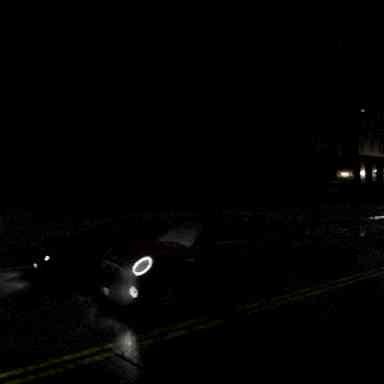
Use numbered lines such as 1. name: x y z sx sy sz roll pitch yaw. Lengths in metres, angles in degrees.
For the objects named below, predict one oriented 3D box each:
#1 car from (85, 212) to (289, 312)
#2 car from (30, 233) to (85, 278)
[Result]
1. car: 0.163 1.341 7.794 4.553 1.767 2.097 0 0 -36
2. car: -1.940 1.537 10.286 5.357 1.411 2.033 0 0 -36
